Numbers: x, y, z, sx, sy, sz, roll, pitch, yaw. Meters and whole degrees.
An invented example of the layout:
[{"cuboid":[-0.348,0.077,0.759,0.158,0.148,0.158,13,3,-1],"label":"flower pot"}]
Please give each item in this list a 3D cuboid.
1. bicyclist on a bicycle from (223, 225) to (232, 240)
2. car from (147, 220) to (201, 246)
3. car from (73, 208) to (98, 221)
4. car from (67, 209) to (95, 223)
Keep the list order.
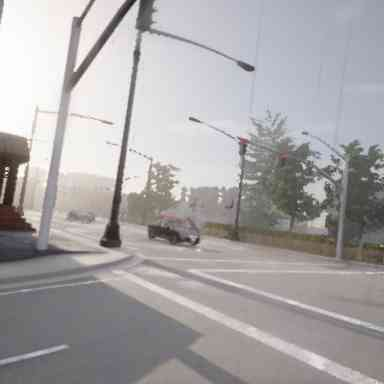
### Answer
[{"cuboid":[3.763,4.164,34.399,1.656,1.620,0.582,1,-20,-39],"label":"bicyclist on a bicycle"},{"cuboid":[-1.319,2.754,23.056,2.128,1.511,4.902,10,-6,-36],"label":"car"},{"cuboid":[-15.717,3.303,48.819,1.837,1.490,4.892,10,-6,-35],"label":"car"},{"cuboid":[-13.208,2.790,39.312,1.812,1.442,4.674,10,-6,-36],"label":"car"}]
